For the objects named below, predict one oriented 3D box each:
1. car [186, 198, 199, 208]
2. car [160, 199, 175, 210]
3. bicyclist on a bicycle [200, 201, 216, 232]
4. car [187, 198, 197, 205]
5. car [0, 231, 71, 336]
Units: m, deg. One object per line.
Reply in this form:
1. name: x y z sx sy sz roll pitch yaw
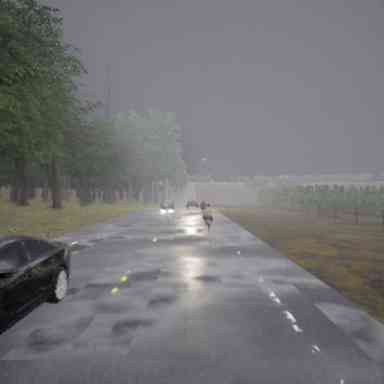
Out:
1. car: 0.071 1.865 55.930 1.837 1.490 4.892 0 -1 0
2. car: -3.589 1.761 48.803 2.128 1.511 4.902 0 -1 0
3. bicyclist on a bicycle: 0.952 1.477 19.110 0.866 1.612 1.509 0 0 0
4. car: -0.029 2.186 74.178 2.128 1.511 4.902 0 -1 0
5. car: -3.601 1.475 5.353 1.882 1.535 5.008 0 0 0
